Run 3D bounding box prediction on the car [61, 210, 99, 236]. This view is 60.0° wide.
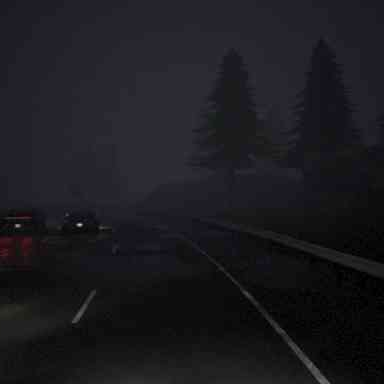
[{"bbox_3d":[-6.662,1.791,20.045,1.994,1.385,4.181,0,-1,-15],"label":"car"}]

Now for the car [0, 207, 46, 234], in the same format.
[{"bbox_3d":[-10.648,1.740,21.372,2.128,1.511,4.902,0,-1,-16],"label":"car"}]

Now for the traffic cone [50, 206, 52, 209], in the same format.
[{"bbox_3d":[-24.006,2.602,56.406,0.340,0.580,0.340,0,-1,-41],"label":"traffic cone"}]

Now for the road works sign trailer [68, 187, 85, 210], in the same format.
[{"bbox_3d":[-18.324,1.054,52.074,2.380,3.560,2.880,0,-1,-41],"label":"road works sign trailer"}]
